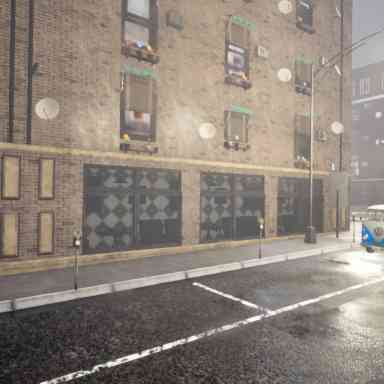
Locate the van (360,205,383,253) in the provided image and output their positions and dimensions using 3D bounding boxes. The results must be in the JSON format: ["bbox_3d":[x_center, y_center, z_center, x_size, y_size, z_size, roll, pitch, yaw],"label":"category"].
[{"bbox_3d":[7.819,1.345,12.229,3.998,1.788,1.690,0,1,-36],"label":"van"}]
